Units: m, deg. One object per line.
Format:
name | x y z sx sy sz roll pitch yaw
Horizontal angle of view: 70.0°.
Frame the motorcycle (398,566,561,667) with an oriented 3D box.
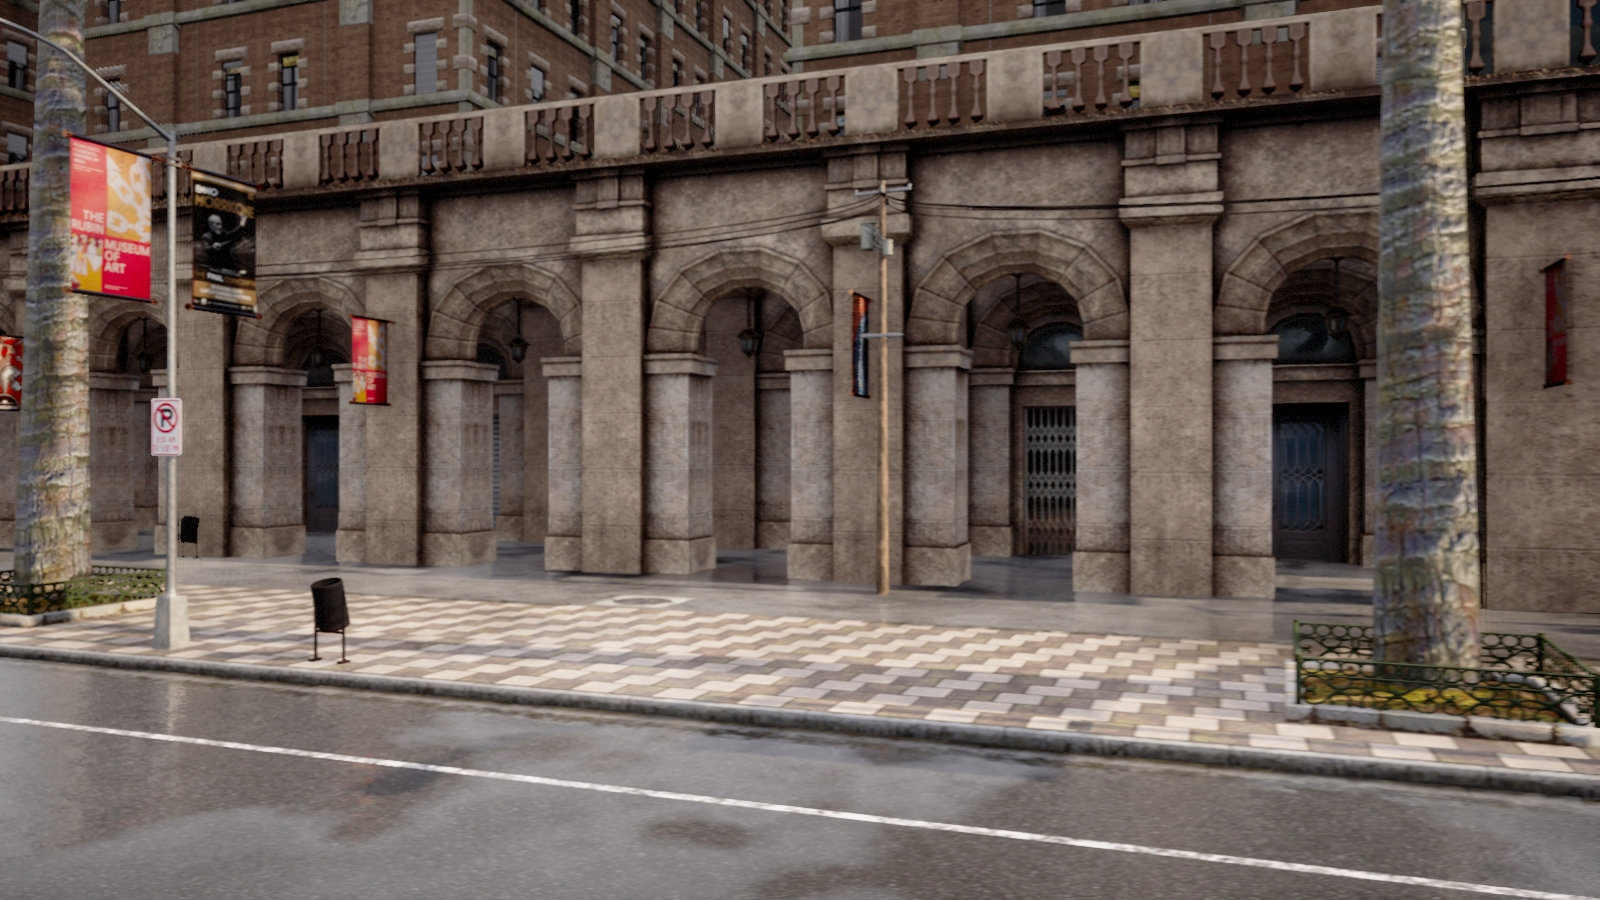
motorcycle | -4.322 2.212 15.432 2.033 1.145 0.803 0 0 20
